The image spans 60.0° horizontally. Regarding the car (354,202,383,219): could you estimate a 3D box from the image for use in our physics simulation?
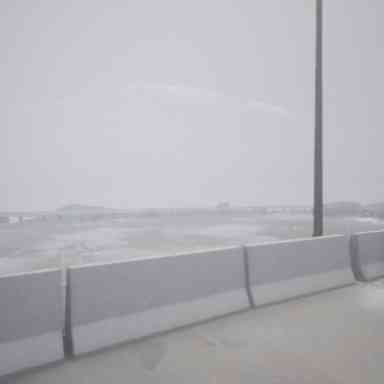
[{"bbox_3d":[16.991,1.624,29.562,4.181,1.385,1.994,0,0,-25],"label":"car"}]

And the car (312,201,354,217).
[{"bbox_3d":[14.229,1.593,32.176,5.357,1.411,2.033,0,0,-25],"label":"car"}]
